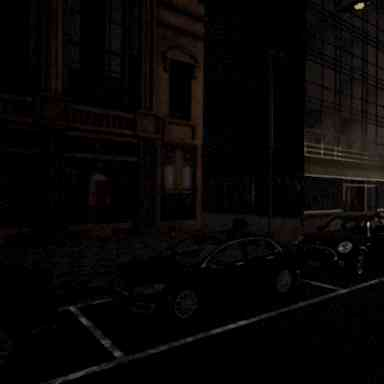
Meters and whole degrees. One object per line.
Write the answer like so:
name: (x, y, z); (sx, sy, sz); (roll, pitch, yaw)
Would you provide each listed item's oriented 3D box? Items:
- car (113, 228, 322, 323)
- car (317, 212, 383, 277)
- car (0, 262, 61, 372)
car: (0.517, 1.555, 7.124); (4.403, 1.369, 2.008); (0, 1, -36)
car: (4.962, 1.452, 10.294); (4.097, 1.590, 1.967); (0, 1, -36)
car: (-3.927, 1.550, 3.952); (4.403, 1.369, 2.008); (0, 1, -36)
